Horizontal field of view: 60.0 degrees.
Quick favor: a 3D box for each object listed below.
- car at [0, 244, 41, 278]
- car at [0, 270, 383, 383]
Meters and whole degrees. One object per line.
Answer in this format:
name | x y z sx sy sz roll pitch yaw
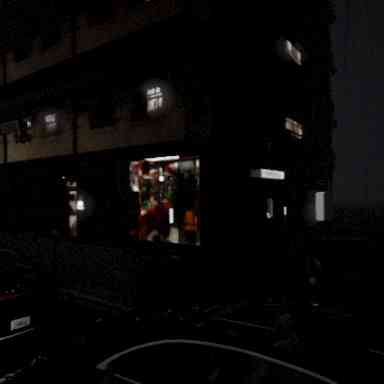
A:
car | -4.116 1.561 5.818 4.403 1.369 2.008 0 -1 35
car | 0.418 1.553 2.588 4.403 1.369 2.008 0 -1 35
